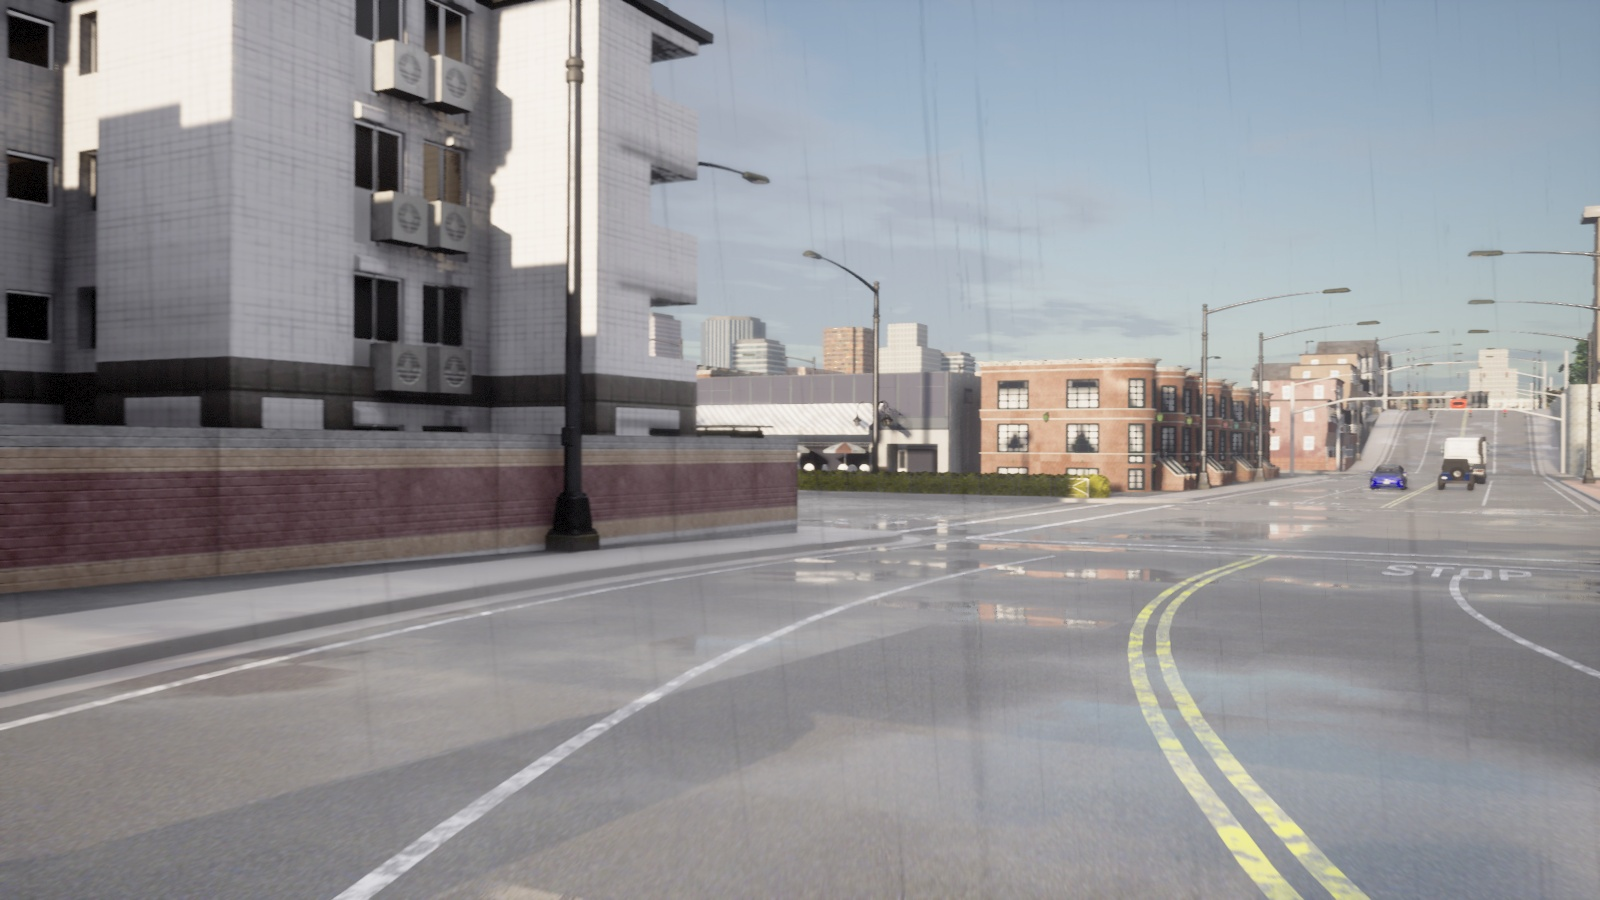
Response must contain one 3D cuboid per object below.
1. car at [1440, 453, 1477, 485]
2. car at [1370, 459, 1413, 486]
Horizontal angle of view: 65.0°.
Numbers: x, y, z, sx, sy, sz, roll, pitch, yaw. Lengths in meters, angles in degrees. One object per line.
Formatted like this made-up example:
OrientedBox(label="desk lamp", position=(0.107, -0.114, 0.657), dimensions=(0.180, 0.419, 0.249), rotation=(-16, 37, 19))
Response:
OrientedBox(label="car", position=(39.921, 1.142, 76.093), dimensions=(1.905, 1.878, 3.866), rotation=(0, 0, 29))
OrientedBox(label="car", position=(35.549, 1.304, 75.454), dimensions=(2.007, 1.525, 4.514), rotation=(0, 0, 29))
